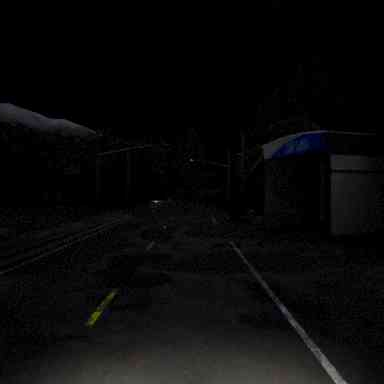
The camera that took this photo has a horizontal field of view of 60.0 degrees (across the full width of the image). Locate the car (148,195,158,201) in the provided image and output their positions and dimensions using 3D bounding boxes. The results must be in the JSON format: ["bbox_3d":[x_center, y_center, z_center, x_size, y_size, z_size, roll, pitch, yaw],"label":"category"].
[{"bbox_3d":[-10.065,1.547,83.439,1.994,1.385,4.181,0,0,-27],"label":"car"}]

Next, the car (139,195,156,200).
[{"bbox_3d":[-12.385,1.478,92.731,4.902,1.511,2.128,0,0,42],"label":"car"}]

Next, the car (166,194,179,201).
[{"bbox_3d":[-4.745,1.293,80.254,2.097,1.767,4.553,0,0,-25],"label":"car"}]
